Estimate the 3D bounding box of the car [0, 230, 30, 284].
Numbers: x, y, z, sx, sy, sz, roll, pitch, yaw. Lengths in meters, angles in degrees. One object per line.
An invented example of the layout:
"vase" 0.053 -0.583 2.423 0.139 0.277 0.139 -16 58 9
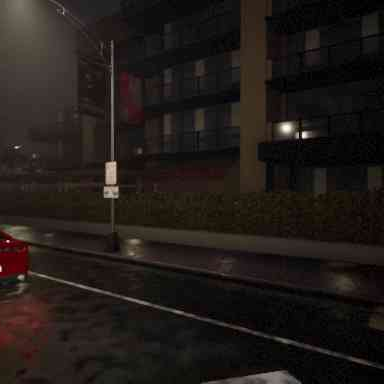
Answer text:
"car" -6.111 1.475 8.387 5.008 1.535 1.882 0 0 35
